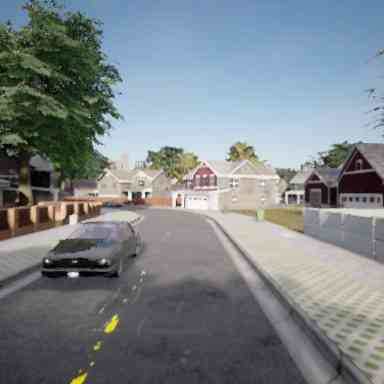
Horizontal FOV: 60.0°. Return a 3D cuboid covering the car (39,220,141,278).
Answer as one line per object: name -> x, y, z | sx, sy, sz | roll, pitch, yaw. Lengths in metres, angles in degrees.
car -> -2.848, 1.627, 10.657 | 2.033, 1.411, 5.357 | 0, 0, 0

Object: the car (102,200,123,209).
car -> -12.669, 1.958, 53.103 | 1.994, 1.385, 4.181 | 0, 0, -39
